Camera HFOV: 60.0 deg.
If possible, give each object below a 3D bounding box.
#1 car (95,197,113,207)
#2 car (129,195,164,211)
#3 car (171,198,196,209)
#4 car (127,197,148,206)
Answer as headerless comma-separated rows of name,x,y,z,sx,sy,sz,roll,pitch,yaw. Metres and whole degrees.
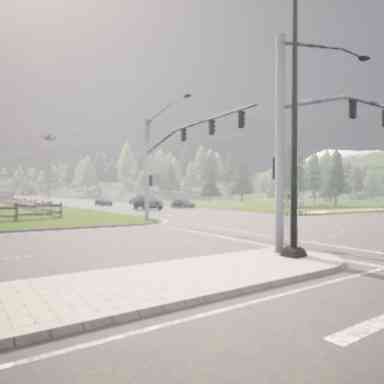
car,-15.211,1.669,57.330,1.882,1.535,5.008,1,0,-34
car,-5.866,1.409,43.823,2.150,2.045,5.566,1,0,-35
car,-1.372,1.756,49.636,1.837,1.490,4.892,1,0,-35
car,-10.296,1.758,62.564,1.837,1.490,4.892,1,0,-34
